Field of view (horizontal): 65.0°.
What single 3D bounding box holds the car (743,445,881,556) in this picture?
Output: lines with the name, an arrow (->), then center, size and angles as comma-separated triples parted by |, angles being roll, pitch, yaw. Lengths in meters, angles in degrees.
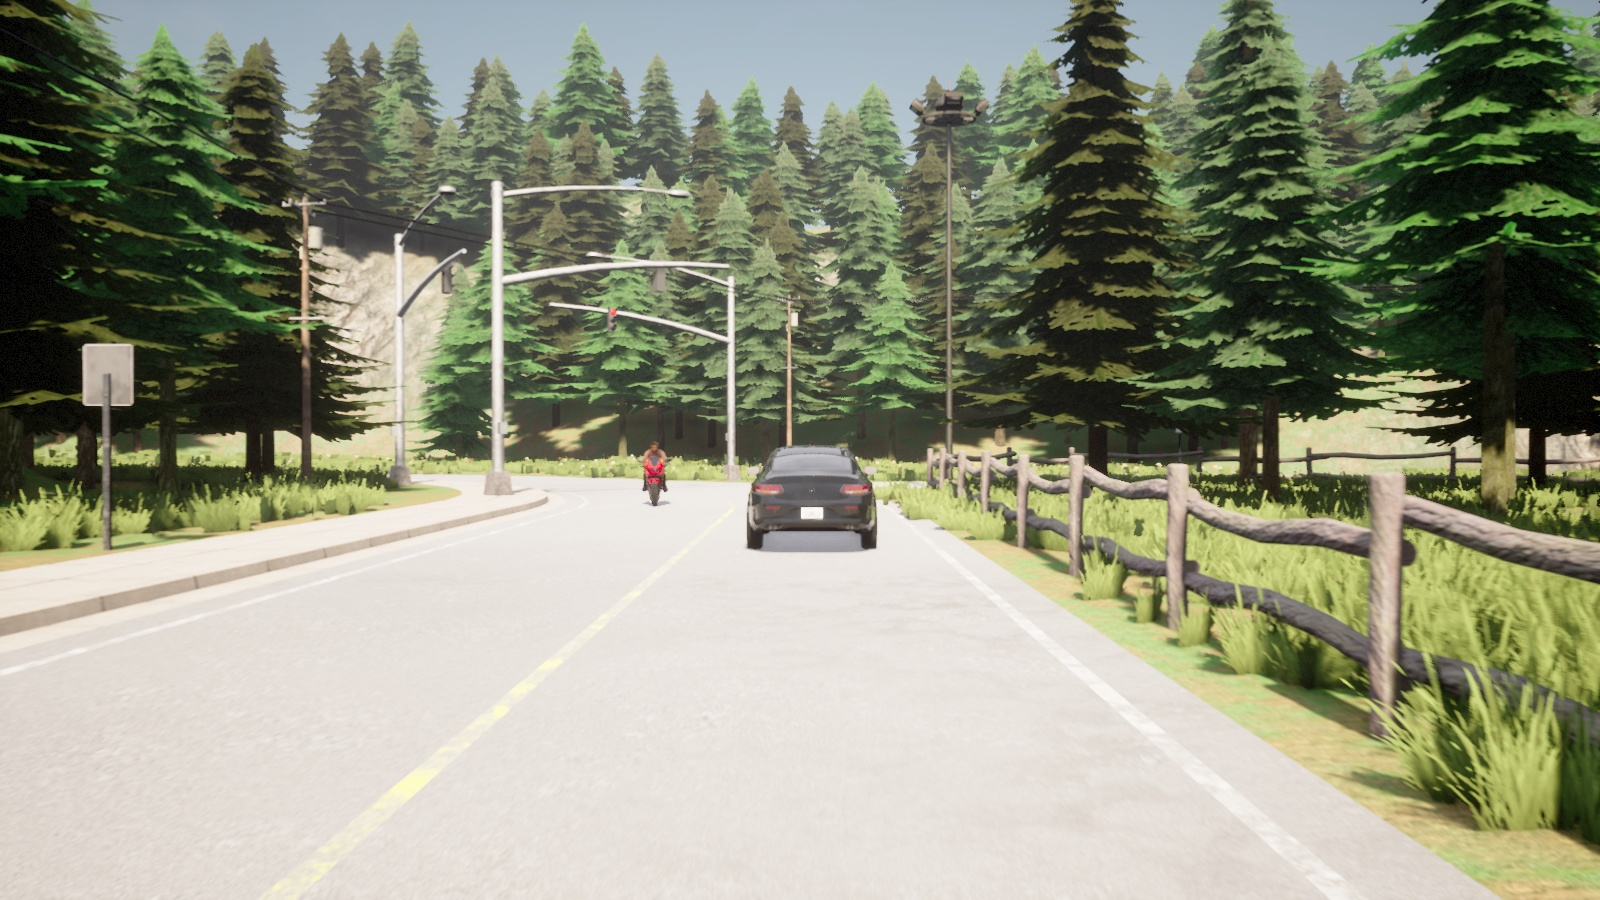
car -> 0.178, 0.653, 18.812 | 1.812, 1.442, 4.674 | 0, 0, 1

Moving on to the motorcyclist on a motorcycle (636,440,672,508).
motorcyclist on a motorcycle -> -3.406, 0.538, 29.436 | 0.797, 1.523, 2.044 | -1, 0, -6
